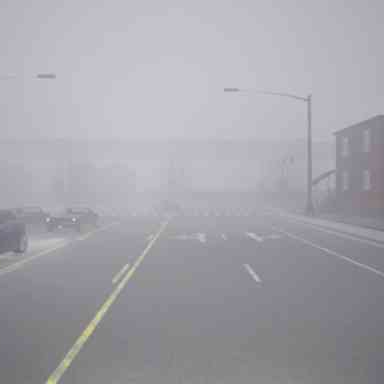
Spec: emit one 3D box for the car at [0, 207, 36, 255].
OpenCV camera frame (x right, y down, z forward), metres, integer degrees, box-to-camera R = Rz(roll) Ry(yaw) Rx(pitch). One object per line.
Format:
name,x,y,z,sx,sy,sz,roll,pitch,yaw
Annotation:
car,-7.198,1.366,10.610,2.097,1.767,4.553,0,0,0

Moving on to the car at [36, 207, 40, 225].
car,-10.788,1.620,21.203,1.895,1.301,4.718,0,0,0

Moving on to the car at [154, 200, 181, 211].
car,-3.221,1.599,41.764,1.895,1.301,4.718,0,0,-27

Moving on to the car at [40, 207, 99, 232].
car,-7.283,1.613,20.598,1.895,1.301,4.718,0,0,0
